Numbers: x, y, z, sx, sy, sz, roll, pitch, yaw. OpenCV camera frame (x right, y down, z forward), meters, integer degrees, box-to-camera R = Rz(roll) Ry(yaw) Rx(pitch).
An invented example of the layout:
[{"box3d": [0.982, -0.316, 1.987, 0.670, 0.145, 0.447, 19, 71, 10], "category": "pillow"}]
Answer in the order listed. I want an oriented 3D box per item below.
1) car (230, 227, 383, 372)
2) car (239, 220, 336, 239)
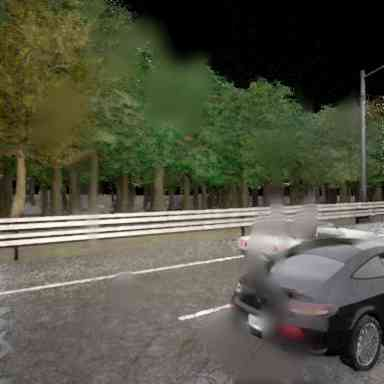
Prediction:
[{"box3d": [2.729, 1.506, 5.588, 4.674, 1.442, 1.812, 0, 0, -35], "category": "car"}, {"box3d": [3.807, 1.560, 10.569, 4.718, 1.301, 1.895, 0, 0, -34], "category": "car"}]
